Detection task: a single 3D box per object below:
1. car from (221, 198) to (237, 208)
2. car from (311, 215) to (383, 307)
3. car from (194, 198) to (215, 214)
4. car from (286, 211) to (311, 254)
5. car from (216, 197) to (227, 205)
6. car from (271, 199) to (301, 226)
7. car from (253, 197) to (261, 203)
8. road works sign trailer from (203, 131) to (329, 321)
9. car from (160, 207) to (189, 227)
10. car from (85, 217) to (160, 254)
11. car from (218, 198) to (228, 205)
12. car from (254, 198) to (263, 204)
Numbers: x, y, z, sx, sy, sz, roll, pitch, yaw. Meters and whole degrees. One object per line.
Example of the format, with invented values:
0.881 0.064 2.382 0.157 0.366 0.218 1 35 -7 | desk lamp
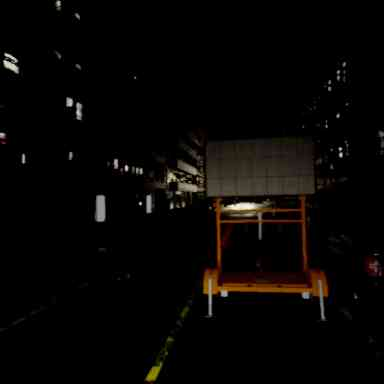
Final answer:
6.888 1.750 59.884 2.150 2.045 5.566 -2 -1 9 | car
4.308 1.428 7.823 1.967 1.590 4.097 -1 -1 9 | car
1.390 1.905 42.543 1.967 1.590 4.097 -1 -1 9 | car
5.203 1.583 13.386 2.008 1.369 4.403 -1 -1 9 | car
6.742 2.031 75.935 2.192 1.841 5.009 -1 -1 9 | car
6.983 1.433 24.519 2.192 1.841 5.009 -1 -1 9 | car
16.803 2.123 85.733 1.887 1.381 4.507 -1 -1 9 | car
1.507 0.517 7.418 2.380 3.560 2.880 -2 -1 9 | road works sign trailer
-1.312 1.862 25.677 1.752 1.417 4.829 -1 -1 9 | car
-3.069 1.818 14.714 1.947 1.339 4.313 -1 -1 9 | car
7.637 2.197 81.498 1.967 1.590 4.097 -1 -1 9 | car
15.045 2.022 74.771 1.752 1.417 4.829 -1 -1 9 | car
